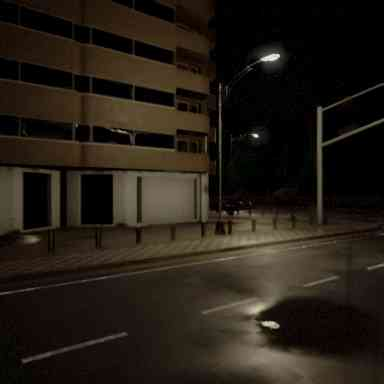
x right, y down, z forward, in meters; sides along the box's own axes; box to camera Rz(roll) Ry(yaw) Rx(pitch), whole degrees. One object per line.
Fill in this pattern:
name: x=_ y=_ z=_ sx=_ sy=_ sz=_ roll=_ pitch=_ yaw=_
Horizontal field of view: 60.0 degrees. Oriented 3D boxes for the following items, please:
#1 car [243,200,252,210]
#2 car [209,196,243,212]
car: x=5.588 y=1.366 z=43.056 sx=2.097 sy=1.767 sz=4.553 roll=0 pitch=0 yaw=-36
car: x=3.485 y=1.544 z=40.014 sx=1.812 sy=1.442 sz=4.674 roll=0 pitch=0 yaw=-36
